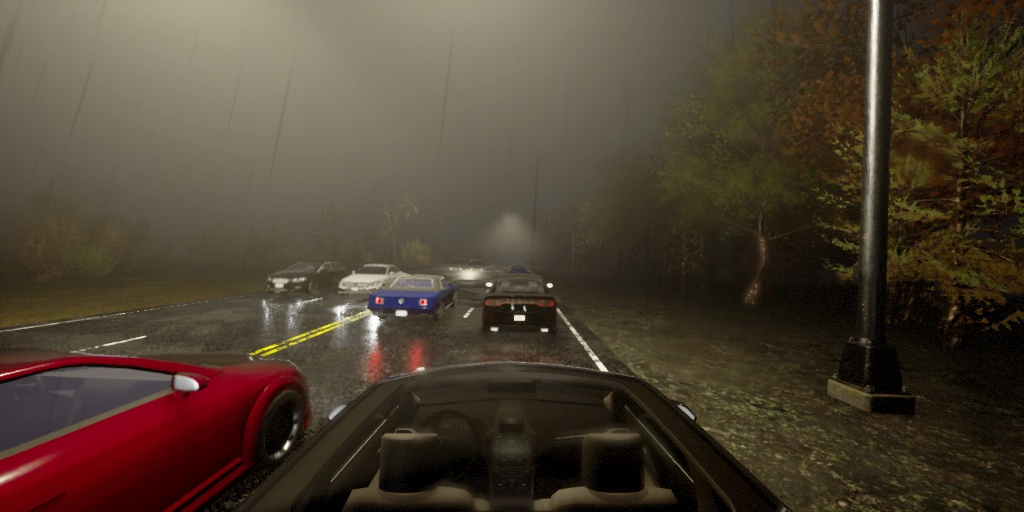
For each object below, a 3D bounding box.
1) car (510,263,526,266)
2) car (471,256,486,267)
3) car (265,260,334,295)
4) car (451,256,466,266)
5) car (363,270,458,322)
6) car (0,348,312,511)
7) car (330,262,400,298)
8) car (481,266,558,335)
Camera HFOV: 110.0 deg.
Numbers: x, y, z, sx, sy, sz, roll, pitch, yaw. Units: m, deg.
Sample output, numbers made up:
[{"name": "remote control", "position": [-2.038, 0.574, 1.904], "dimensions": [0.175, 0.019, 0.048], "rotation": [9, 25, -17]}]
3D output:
[{"name": "car", "position": [0.534, 1.296, 31.141], "dimensions": [1.812, 1.442, 4.674], "rotation": [1, 1, 0]}, {"name": "car", "position": [-5.505, 0.724, 58.862], "dimensions": [2.097, 1.767, 4.553], "rotation": [2, 0, 1]}, {"name": "car", "position": [-9.634, 0.967, 17.361], "dimensions": [2.128, 1.511, 4.902], "rotation": [2, 0, 1]}, {"name": "car", "position": [-8.754, 0.658, 58.906], "dimensions": [1.882, 1.535, 5.008], "rotation": [2, 0, 1]}, {"name": "car", "position": [-3.012, 1.281, 12.066], "dimensions": [1.895, 1.301, 4.718], "rotation": [2, 0, 0]}, {"name": "car", "position": [-3.134, 1.241, 2.126], "dimensions": [1.994, 1.385, 4.181], "rotation": [2, 0, 1]}, {"name": "car", "position": [-6.391, 1.101, 17.015], "dimensions": [1.812, 1.442, 4.674], "rotation": [2, 0, 1]}, {"name": "car", "position": [0.214, 1.241, 10.652], "dimensions": [1.882, 1.535, 5.008], "rotation": [1, 0, 1]}]
